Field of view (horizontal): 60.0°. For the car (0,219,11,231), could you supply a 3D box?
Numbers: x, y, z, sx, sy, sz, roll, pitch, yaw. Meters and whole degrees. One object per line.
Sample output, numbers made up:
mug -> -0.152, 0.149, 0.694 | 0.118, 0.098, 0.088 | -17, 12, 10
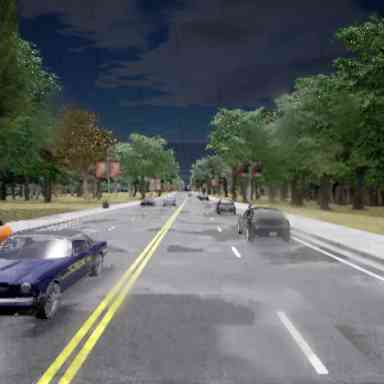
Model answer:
car -> -6.601, 1.332, 8.600 | 2.097, 1.767, 4.553 | 0, 0, 0

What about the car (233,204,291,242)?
car -> 3.353, 1.475, 16.115 | 1.837, 1.490, 4.892 | 0, 0, 0

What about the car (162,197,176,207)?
car -> -3.323, 1.516, 49.521 | 1.812, 1.442, 4.674 | 0, 0, 0

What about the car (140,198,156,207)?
car -> -6.572, 1.591, 49.703 | 1.895, 1.301, 4.718 | 0, 0, 0

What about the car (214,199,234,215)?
car -> 3.353, 1.464, 33.996 | 2.128, 1.511, 4.902 | 0, 0, 0

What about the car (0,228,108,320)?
car -> -3.352, 1.583, 7.399 | 1.895, 1.301, 4.718 | 0, 0, 0

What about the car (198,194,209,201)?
car -> 3.208, 1.515, 82.104 | 1.882, 1.535, 5.008 | 0, 0, 0

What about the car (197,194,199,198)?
car -> 3.150, 1.555, 93.145 | 2.163, 1.488, 4.792 | 0, 0, 0
